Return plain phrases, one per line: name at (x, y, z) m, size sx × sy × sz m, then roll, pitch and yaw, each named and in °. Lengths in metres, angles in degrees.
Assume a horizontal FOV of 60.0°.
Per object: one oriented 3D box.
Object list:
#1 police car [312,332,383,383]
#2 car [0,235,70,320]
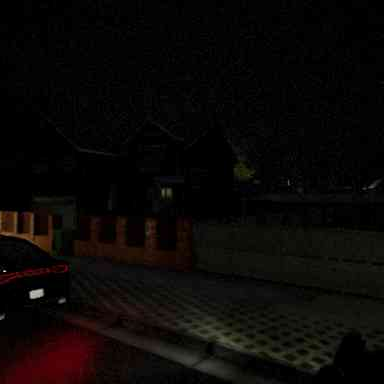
police car at (3.245, 1.505, 1.468) m, size 5.238 × 1.638 × 1.930 m, roll -1°, pitch -2°, yaw 37°
car at (-4.763, 1.685, 7.351) m, size 5.008 × 1.535 × 1.882 m, roll -1°, pitch -2°, yaw 36°
